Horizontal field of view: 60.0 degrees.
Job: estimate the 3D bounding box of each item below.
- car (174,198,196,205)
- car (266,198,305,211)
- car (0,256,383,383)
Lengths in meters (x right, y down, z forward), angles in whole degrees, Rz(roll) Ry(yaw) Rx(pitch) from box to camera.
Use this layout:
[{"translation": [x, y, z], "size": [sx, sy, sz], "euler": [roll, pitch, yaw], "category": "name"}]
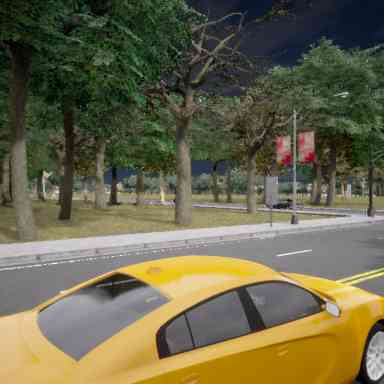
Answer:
[{"translation": [-1.187, 1.443, 57.750], "size": [1.882, 1.535, 5.008], "euler": [0, 0, -35], "category": "car"}, {"translation": [11.255, 1.488, 40.283], "size": [1.837, 1.490, 4.892], "euler": [0, 0, -36], "category": "car"}, {"translation": [0.312, 1.478, 3.665], "size": [5.008, 1.535, 1.882], "euler": [0, 0, -36], "category": "car"}]
